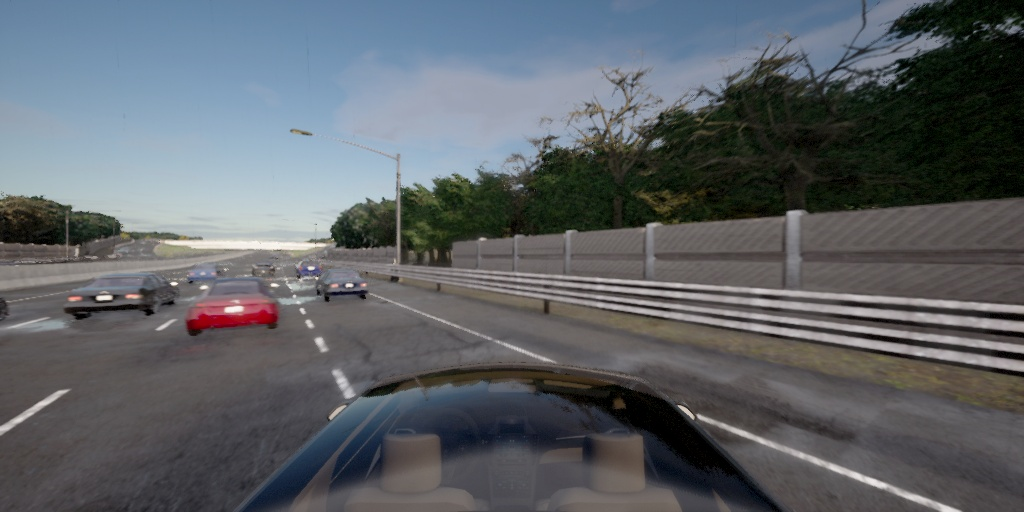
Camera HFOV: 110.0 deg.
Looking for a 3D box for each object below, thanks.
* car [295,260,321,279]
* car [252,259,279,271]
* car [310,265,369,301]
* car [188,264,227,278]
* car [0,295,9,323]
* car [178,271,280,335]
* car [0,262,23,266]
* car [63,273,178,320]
[{"bbox_3d":[-19.502,1.172,34.427,2.097,1.767,4.553,0,0,-33],"label":"car"},{"bbox_3d":[-25.020,1.304,36.261,2.128,1.511,4.902,0,0,-33],"label":"car"},{"bbox_3d":[-8.513,1.341,17.799,2.033,1.411,5.357,0,0,-34],"label":"car"},{"bbox_3d":[-23.465,1.335,27.721,2.033,1.411,5.357,0,0,-33],"label":"car"},{"bbox_3d":[-15.314,1.308,9.065,1.994,1.385,4.181,0,0,-34],"label":"car"},{"bbox_3d":[-8.167,1.332,10.775,1.994,1.385,4.181,0,0,-34],"label":"car"},{"bbox_3d":[-41.145,1.235,28.790,2.128,1.511,4.902,0,0,-33],"label":"car"},{"bbox_3d":[-13.650,1.310,12.884,2.033,1.411,5.357,0,0,-34],"label":"car"}]
